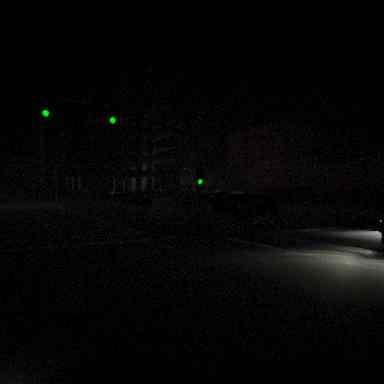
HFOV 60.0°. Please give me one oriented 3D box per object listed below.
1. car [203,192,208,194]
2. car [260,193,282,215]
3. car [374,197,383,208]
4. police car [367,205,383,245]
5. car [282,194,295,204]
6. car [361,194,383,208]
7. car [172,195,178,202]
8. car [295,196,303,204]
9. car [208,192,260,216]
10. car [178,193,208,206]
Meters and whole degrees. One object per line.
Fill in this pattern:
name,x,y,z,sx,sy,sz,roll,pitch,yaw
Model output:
car,2.557,1.053,67.103,1.932,1.855,4.605,0,0,-29
car,6.262,1.119,31.780,1.905,1.878,3.866,0,0,-29
car,25.888,1.379,42.821,1.970,1.475,3.806,0,0,-29
police car,9.580,1.424,13.244,5.238,1.638,1.930,0,0,-29
car,14.767,1.093,56.683,1.932,1.855,4.605,0,0,-29
car,23.358,1.137,41.414,1.905,1.878,3.866,0,0,-29
car,-2.285,1.289,64.330,1.970,1.475,3.806,0,0,-29
car,17.324,1.307,58.045,1.784,1.438,3.905,0,0,-29
car,3.711,1.113,30.411,1.932,1.855,4.605,0,0,-29
car,0.074,1.319,48.337,1.970,1.475,3.806,0,0,-29
